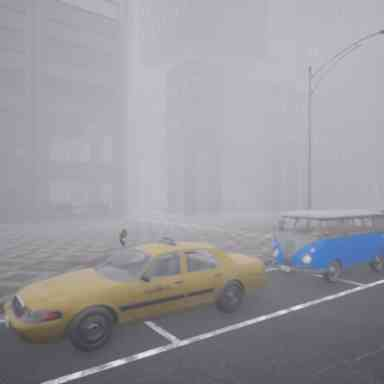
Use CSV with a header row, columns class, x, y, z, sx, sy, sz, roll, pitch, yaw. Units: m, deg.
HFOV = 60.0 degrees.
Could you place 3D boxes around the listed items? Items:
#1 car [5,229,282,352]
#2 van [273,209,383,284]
class,x,y,z,sx,sy,sz,roll,pitch,yaw
car,-0.679,1.548,6.169,4.829,1.417,1.752,1,-1,-36
van,4.052,1.408,9.545,3.998,1.788,1.690,1,-1,-36
